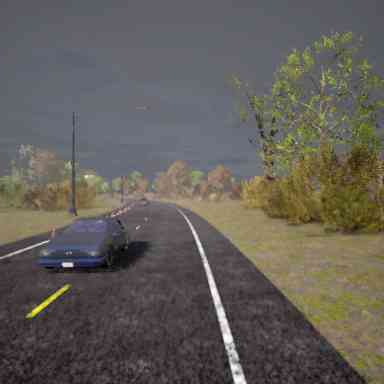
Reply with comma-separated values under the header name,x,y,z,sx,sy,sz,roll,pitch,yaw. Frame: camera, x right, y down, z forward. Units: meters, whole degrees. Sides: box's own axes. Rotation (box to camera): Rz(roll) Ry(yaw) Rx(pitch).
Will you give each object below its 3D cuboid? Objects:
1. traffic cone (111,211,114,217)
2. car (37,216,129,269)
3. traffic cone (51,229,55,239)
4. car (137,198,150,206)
name,x,y,z,sx,sy,sz,roll,pitch,yaw
traffic cone,-7.198,2.055,30.193,0.340,0.580,0.340,0,0,-4
car,-3.403,1.578,11.593,2.033,1.411,5.357,0,0,-2
traffic cone,-6.368,2.001,15.324,0.340,0.580,0.340,0,0,-2
car,-8.772,1.755,59.576,1.812,1.442,4.674,0,0,-14
